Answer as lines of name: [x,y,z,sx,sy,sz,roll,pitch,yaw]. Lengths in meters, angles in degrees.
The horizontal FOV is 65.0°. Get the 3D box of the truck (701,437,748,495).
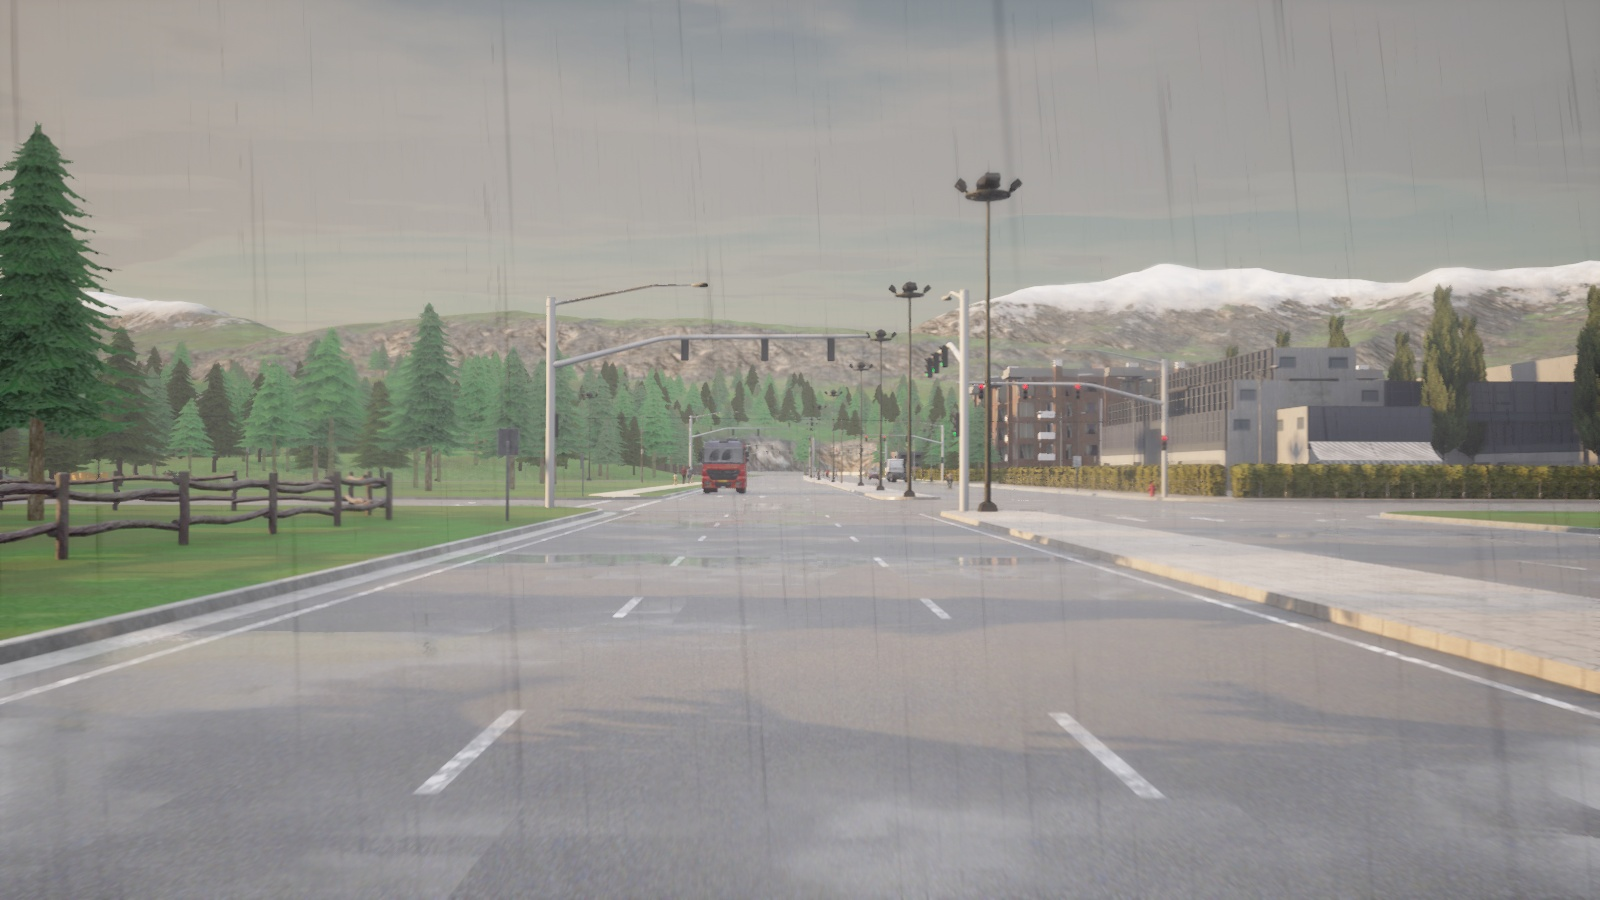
truck: [-5.177,1.130,87.147,2.891,3.827,8.468,0,-1,-1]
